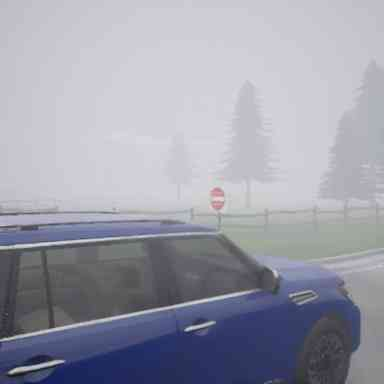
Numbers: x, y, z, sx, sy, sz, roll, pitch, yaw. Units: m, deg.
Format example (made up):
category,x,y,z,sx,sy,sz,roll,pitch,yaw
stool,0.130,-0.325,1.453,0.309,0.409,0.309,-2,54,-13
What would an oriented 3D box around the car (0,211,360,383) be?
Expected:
category,x,y,z,sx,sy,sz,roll,pitch,yaw
car,-0.627,1.222,3.300,5.566,2.045,2.150,0,0,-36
